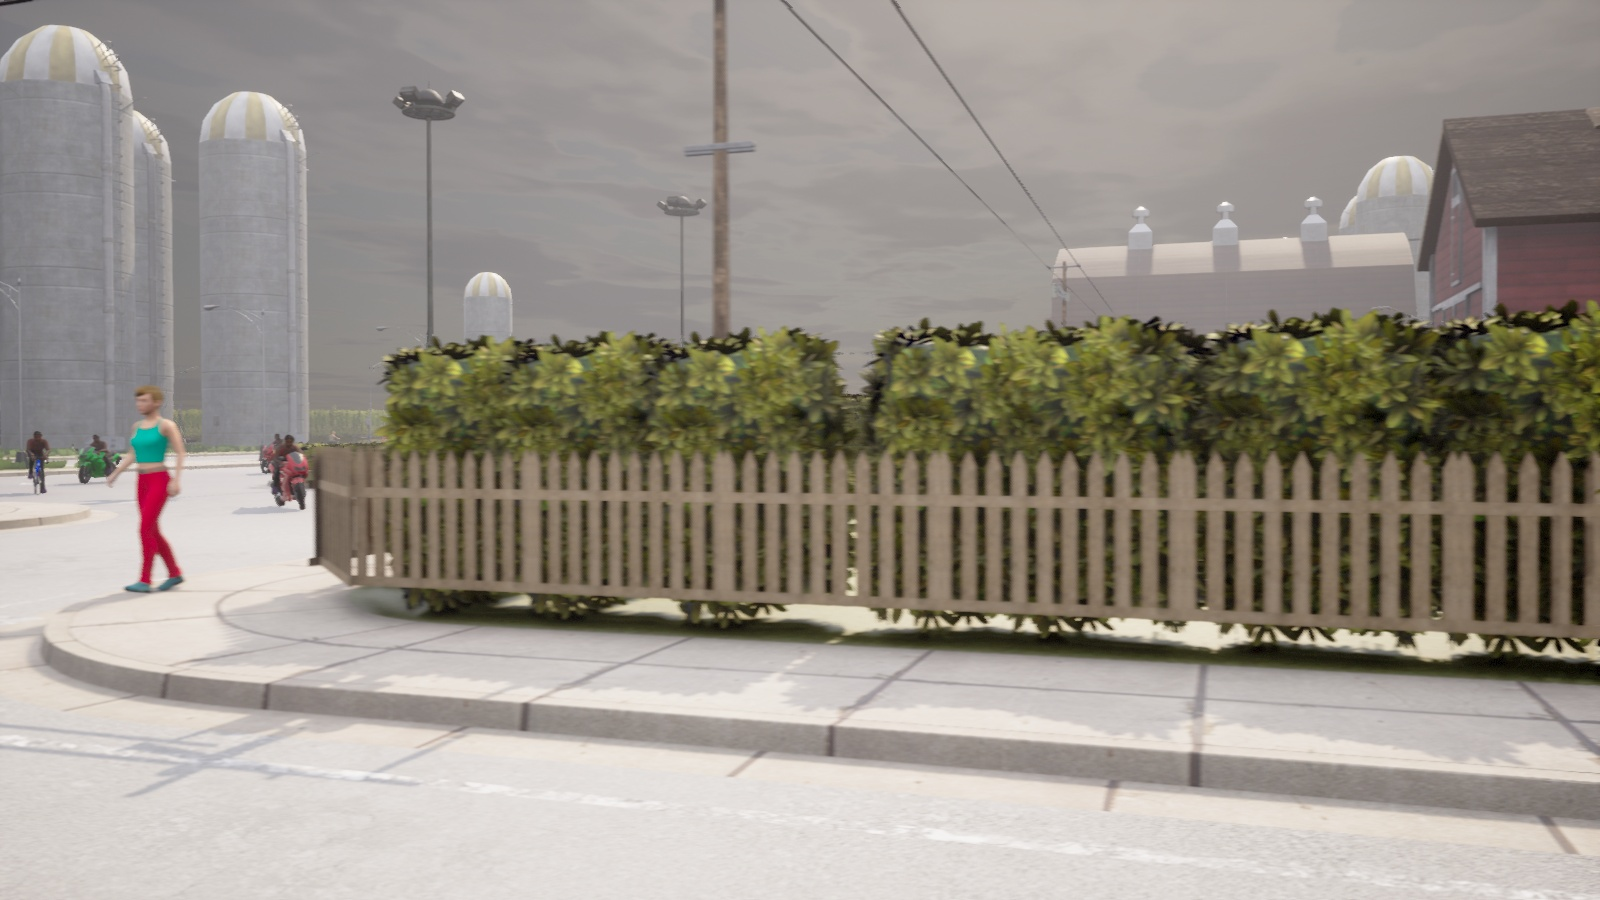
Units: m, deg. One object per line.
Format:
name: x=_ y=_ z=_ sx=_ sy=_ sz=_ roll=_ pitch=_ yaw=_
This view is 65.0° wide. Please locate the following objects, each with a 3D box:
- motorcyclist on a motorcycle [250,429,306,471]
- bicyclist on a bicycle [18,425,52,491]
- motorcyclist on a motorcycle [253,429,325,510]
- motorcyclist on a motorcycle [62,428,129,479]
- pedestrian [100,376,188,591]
motorcyclist on a motorcycle: x=-19.508 y=-0.017 z=46.943 sx=0.797 sy=1.523 sz=2.044 roll=1 pitch=1 yaw=18
bicyclist on a bicycle: x=-19.416 y=0.196 z=31.862 sx=0.582 sy=1.620 sz=1.656 roll=0 pitch=1 yaw=-37
motorcyclist on a motorcycle: x=-10.340 y=0.364 z=25.360 sx=0.797 sy=1.523 sz=2.044 roll=-4 pitch=3 yaw=-37
motorcyclist on a motorcycle: x=-21.585 y=0.113 z=38.521 sx=0.797 sy=1.523 sz=2.044 roll=0 pitch=0 yaw=3
pedestrian: x=-5.794 y=0.282 z=11.101 sx=0.345 sy=1.836 sz=0.594 roll=1 pitch=1 yaw=29
